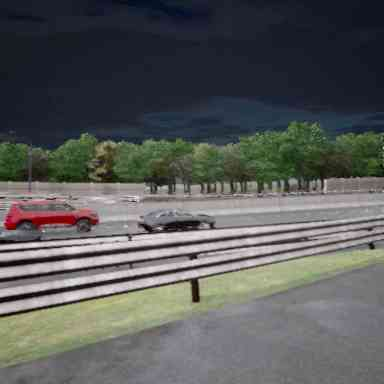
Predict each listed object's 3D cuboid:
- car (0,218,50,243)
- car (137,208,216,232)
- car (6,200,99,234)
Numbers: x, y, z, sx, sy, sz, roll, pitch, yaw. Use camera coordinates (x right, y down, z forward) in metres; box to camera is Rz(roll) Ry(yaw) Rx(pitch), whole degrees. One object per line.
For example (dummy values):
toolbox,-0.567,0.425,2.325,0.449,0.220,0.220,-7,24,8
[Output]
car,-8.763,2.072,14.063,4.718,1.301,1.895,-2,1,-20
car,-0.935,1.754,20.531,4.902,1.511,2.128,-2,1,-19
car,-8.869,1.571,21.446,5.566,2.045,2.150,-2,1,-19
